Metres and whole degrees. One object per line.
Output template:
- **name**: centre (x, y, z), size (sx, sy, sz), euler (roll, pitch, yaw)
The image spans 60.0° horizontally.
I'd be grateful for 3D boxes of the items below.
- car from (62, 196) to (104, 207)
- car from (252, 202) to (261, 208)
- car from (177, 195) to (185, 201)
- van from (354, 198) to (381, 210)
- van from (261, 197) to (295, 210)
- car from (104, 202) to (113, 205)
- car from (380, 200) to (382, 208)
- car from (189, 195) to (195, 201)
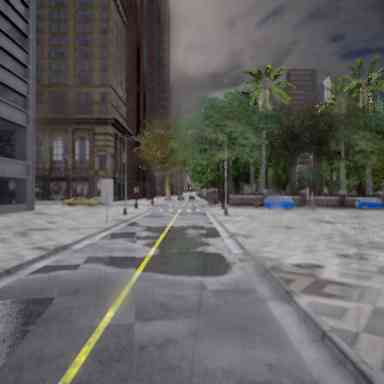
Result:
- **car**: centre (-15.041, 1.321, 45.315), size (4.829, 1.417, 1.752), euler (1, -1, 0)
- **car**: centre (11.896, 1.875, 53.737), size (4.206, 1.307, 1.802), euler (1, -1, 0)
- **car**: centre (-3.008, 1.537, 91.578), size (2.097, 1.767, 4.553), euler (0, 0, 0)
- **van**: centre (28.470, 1.908, 53.680), size (3.998, 1.788, 1.690), euler (1, -1, 0)
- **van**: centre (11.880, 1.582, 45.218), size (3.998, 1.788, 1.690), euler (1, -1, 0)
- **car**: centre (-15.359, 1.368, 53.840), size (4.829, 1.417, 1.752), euler (1, -1, 0)
- **car**: centre (28.446, 2.096, 45.150), size (4.206, 1.307, 1.802), euler (1, -1, 0)
- **car**: centre (-0.009, 1.695, 94.379), size (1.837, 1.490, 4.892), euler (0, 0, 0)
